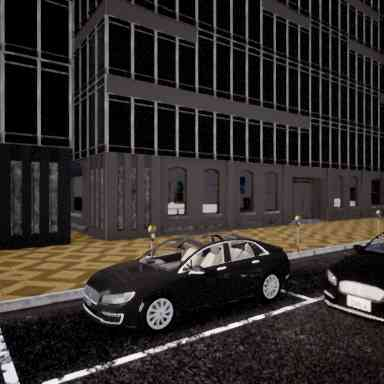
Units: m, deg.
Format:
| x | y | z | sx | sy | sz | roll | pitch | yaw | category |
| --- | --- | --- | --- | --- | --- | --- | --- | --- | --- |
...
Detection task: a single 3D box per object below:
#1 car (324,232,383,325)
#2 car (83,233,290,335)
| x | y | z | sx | sy | sz | roll | pitch | yaw | category |
| --- | --- | --- | --- | --- | --- | --- | --- | --- | --- |
| 4.627 | 1.491 | 6.676 | 4.902 | 1.511 | 2.128 | 0 | 0 | -35 | car |
| 0.113 | 1.550 | 6.639 | 4.403 | 1.369 | 2.008 | 0 | 0 | -35 | car |
